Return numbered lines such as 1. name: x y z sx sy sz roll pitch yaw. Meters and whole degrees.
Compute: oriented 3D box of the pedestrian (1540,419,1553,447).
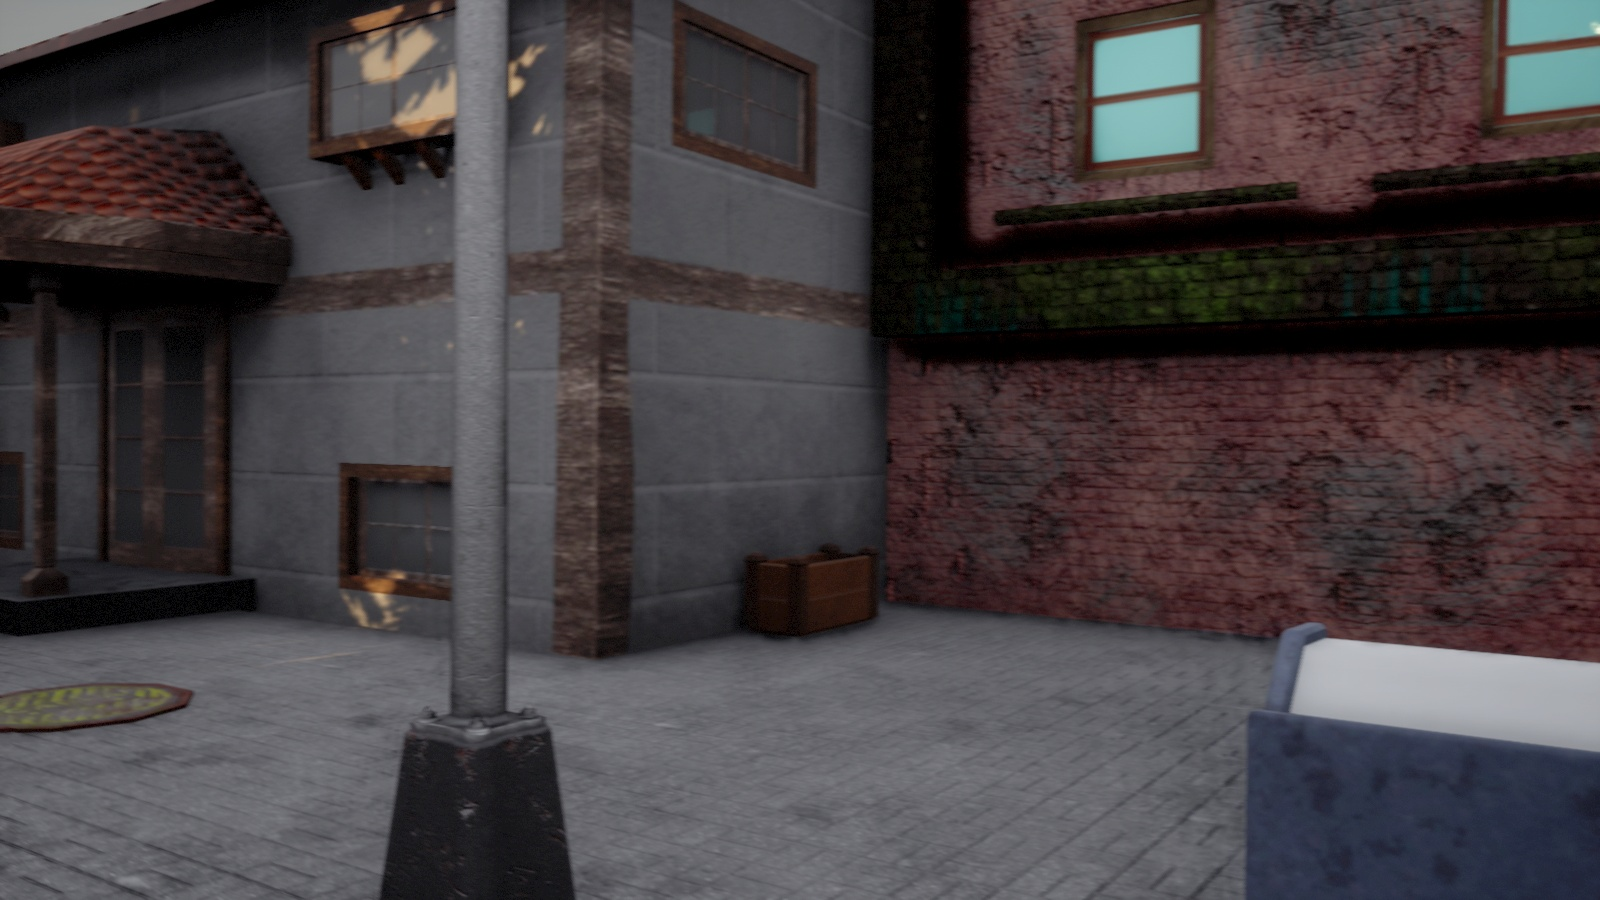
1. pedestrian: 48.837 -1.123 82.126 0.726 1.835 0.370 0 1 32
